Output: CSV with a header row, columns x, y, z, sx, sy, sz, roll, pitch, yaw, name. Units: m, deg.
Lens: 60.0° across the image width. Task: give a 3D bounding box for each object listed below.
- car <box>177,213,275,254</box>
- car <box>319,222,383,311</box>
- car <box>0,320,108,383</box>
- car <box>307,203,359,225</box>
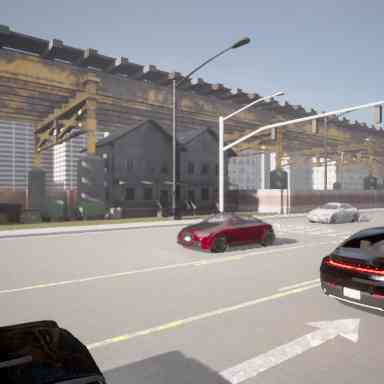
x,y,z,sx,sy,sz,roll,pitch,yaw,name
1.461,1.564,13.615,4.181,1.385,1.994,0,0,-35,car
4.741,1.505,7.147,4.892,1.490,1.837,0,0,-35,car
-2.791,1.601,1.758,4.718,1.301,1.895,0,0,-35,car
10.389,1.525,24.255,4.674,1.442,1.812,0,0,-35,car
